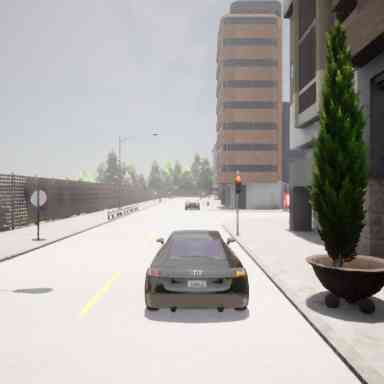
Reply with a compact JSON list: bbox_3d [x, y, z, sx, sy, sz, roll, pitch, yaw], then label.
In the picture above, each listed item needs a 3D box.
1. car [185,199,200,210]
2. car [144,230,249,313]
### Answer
[{"bbox_3d":[0.031,1.596,42.816,1.895,1.301,4.718,0,0,-1],"label":"car"},{"bbox_3d":[0.085,1.563,7.772,1.994,1.385,4.181,0,0,0],"label":"car"}]
